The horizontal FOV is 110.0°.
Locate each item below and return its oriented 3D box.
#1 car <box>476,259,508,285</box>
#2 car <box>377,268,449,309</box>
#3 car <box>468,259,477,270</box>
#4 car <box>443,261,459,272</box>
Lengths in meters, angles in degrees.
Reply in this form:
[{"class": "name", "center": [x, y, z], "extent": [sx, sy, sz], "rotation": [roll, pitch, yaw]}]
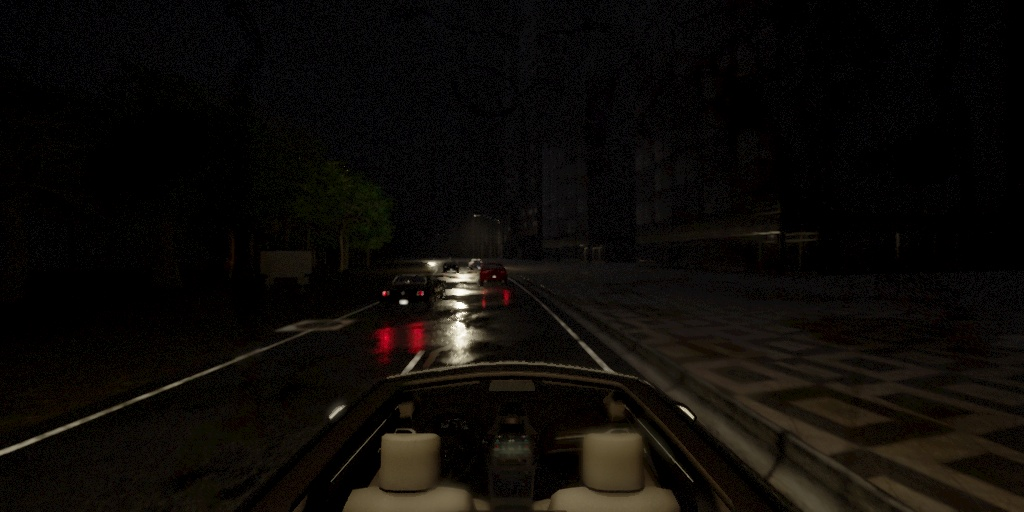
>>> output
[{"class": "car", "center": [-1.414, 1.201, 25.925], "extent": [1.882, 1.535, 5.008], "rotation": [0, 0, -6]}, {"class": "car", "center": [-4.016, 1.368, 15.067], "extent": [1.895, 1.301, 4.718], "rotation": [0, 0, -3]}, {"class": "car", "center": [-5.000, 1.126, 49.765], "extent": [1.812, 1.442, 4.674], "rotation": [0, 1, -11]}, {"class": "car", "center": [-7.397, 1.258, 43.635], "extent": [1.895, 1.301, 4.718], "rotation": [0, 0, -10]}]
